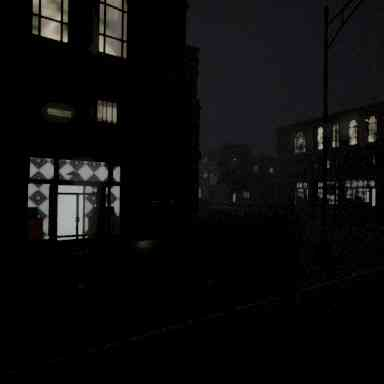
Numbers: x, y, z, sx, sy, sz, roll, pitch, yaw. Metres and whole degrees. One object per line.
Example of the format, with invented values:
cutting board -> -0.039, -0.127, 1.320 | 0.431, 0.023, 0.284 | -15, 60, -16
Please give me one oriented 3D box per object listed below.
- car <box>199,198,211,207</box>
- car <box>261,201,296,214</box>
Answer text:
car -> 1.376, 1.618, 52.117 | 1.887, 1.381, 4.507 | 1, -1, -27
car -> 9.443, 1.621, 36.634 | 2.008, 1.369, 4.403 | 1, -1, -27
